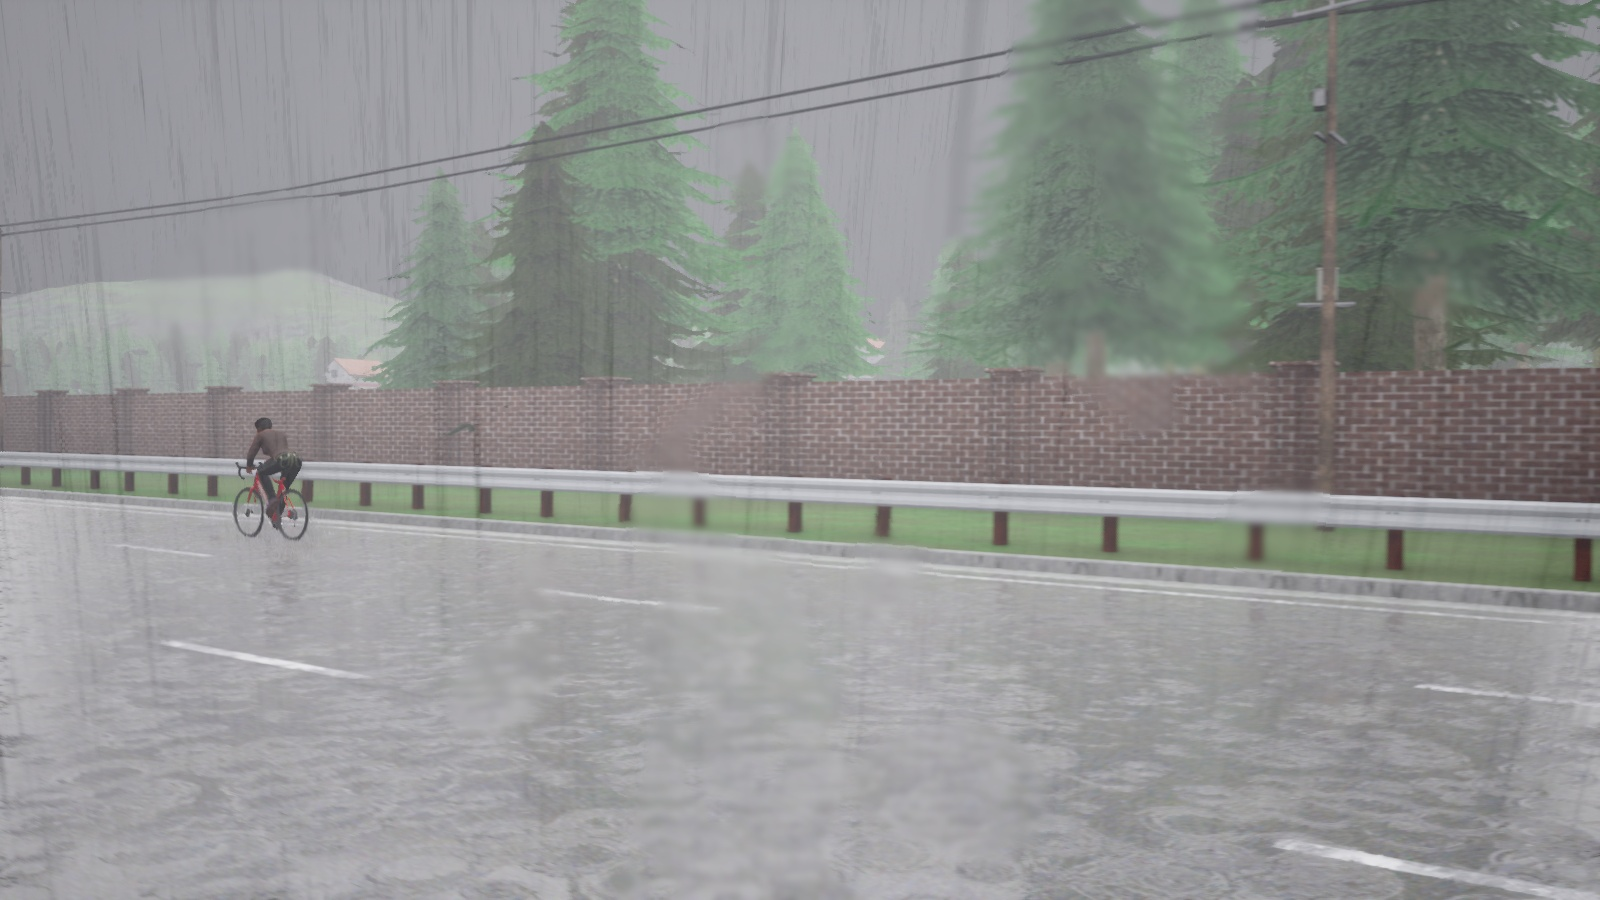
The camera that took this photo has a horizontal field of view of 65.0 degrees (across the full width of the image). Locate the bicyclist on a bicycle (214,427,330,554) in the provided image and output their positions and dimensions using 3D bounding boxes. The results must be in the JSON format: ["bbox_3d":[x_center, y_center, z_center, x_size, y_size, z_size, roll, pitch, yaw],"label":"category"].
[{"bbox_3d":[-7.030,0.520,16.695,1.656,1.620,0.582,0,1,34],"label":"bicyclist on a bicycle"}]
